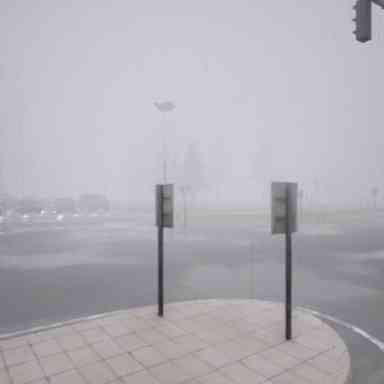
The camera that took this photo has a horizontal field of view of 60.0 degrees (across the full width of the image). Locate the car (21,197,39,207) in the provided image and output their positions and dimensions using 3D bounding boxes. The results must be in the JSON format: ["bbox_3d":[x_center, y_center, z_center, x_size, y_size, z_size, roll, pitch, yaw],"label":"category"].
[{"bbox_3d":[-25.586,1.507,52.477,1.837,1.490,4.892,0,0,-36],"label":"car"}]

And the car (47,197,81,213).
[{"bbox_3d":[-14.338,1.506,36.985,1.837,1.490,4.892,0,0,-36],"label":"car"}]

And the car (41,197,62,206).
[{"bbox_3d":[-23.652,1.549,55.792,2.033,1.411,5.357,0,0,-36],"label":"car"}]

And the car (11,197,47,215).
[{"bbox_3d":[-17.285,1.549,35.089,2.033,1.411,5.357,0,0,-36],"label":"car"}]

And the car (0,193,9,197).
[{"bbox_3d":[-29.466,1.224,51.864,2.150,2.045,5.566,0,0,-36],"label":"car"}]

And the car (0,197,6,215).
[{"bbox_3d":[-19.868,1.527,32.694,1.812,1.442,4.674,0,0,-36],"label":"car"}]

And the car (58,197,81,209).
[{"bbox_3d":[-17.495,1.506,47.274,1.837,1.490,4.892,0,0,-36],"label":"car"}]

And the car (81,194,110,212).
[{"bbox_3d":[-11.517,1.222,39.061,2.150,2.045,5.566,0,0,-36],"label":"car"}]

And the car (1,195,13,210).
[{"bbox_3d":[-23.185,1.507,43.191,1.837,1.490,4.892,0,0,-36],"label":"car"}]
